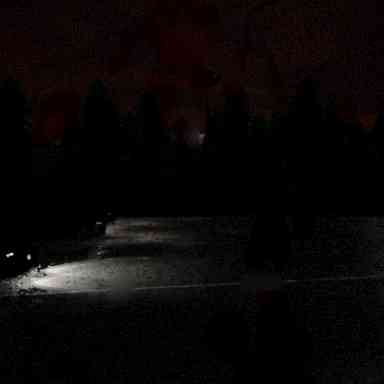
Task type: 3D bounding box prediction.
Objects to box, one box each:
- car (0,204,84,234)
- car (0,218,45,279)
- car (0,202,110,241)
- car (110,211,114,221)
[{"bbox_3d":[-8.724,1.442,18.646,4.892,1.490,1.837,0,0,-10],"label":"car"},{"bbox_3d":[-6.262,1.531,8.423,4.181,1.385,1.994,0,0,-10],"label":"car"},{"bbox_3d":[-6.573,1.426,15.480,5.008,1.535,1.882,0,0,-10],"label":"car"},{"bbox_3d":[-7.815,1.406,22.370,5.008,1.535,1.882,0,0,-10],"label":"car"}]
